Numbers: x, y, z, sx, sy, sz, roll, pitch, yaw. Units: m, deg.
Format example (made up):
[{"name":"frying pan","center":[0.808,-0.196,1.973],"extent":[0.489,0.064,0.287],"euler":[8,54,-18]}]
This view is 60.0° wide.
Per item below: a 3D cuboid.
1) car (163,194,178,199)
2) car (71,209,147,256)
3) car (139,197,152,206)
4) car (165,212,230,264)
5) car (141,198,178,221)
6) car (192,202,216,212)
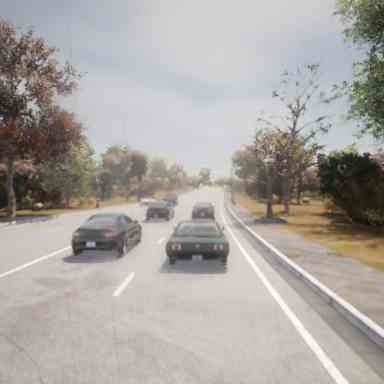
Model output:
[{"name":"car","center":[-3.752,1.288,57.542],"extent":[2.150,2.045,5.566],"euler":[0,0,6]},{"name":"car","center":[-3.200,1.540,13.137],"extent":[1.812,1.442,4.674],"euler":[0,0,2]},{"name":"car","center":[-7.435,1.588,55.949],"extent":[1.812,1.442,4.674],"euler":[0,0,6]},{"name":"car","center":[0.246,1.615,11.794],"extent":[1.895,1.301,4.718],"euler":[0,0,2]},{"name":"car","center":[-2.556,1.537,27.442],"extent":[1.837,1.490,4.892],"euler":[0,0,4]},{"name":"car","center":[0.986,1.558,27.925],"extent":[1.812,1.442,4.674],"euler":[0,0,4]}]
